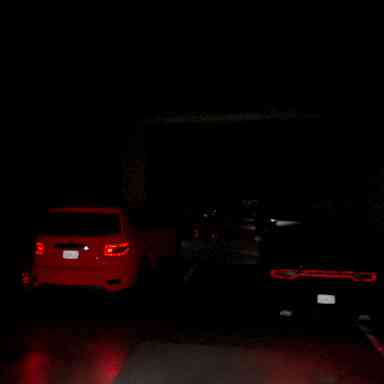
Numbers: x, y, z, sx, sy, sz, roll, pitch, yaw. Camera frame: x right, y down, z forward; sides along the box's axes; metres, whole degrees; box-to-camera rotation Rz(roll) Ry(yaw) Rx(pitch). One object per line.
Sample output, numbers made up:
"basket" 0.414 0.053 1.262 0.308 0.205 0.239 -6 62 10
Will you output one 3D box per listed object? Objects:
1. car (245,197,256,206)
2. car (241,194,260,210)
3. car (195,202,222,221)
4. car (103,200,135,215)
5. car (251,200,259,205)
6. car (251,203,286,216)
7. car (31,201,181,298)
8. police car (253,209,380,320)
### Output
"car" 9.994 1.604 57.207 1.812 1.442 4.674 0 0 10
"car" 7.634 1.281 43.588 2.150 2.045 5.566 0 0 11
"car" 1.419 1.575 27.297 1.812 1.442 4.674 0 0 10
"car" -7.852 1.664 36.393 1.994 1.385 4.181 0 0 10
"car" 5.229 1.554 23.263 1.812 1.442 4.674 0 0 10
"car" 4.194 1.525 17.353 1.837 1.490 4.892 0 0 10
"car" -1.792 1.247 8.801 2.150 2.045 5.566 0 0 10
"police car" 2.488 1.432 7.611 1.930 1.638 5.238 0 0 10
